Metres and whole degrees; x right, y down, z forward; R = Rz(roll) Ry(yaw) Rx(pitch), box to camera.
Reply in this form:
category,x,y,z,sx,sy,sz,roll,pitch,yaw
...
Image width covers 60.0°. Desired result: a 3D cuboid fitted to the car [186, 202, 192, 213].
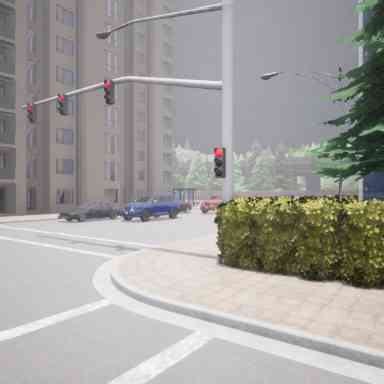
category,x,y,z,sx,sy,sz,roll,pitch,yaw
car,-2.043,1.478,34.439,1.882,1.535,5.008,0,0,36

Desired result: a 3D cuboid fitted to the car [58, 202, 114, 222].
category,x,y,z,sx,sy,sz,roll,pitch,yaw
car,-7.847,1.547,26.530,2.033,1.411,5.357,0,0,36

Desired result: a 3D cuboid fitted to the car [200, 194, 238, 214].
category,x,y,z,sx,sy,sz,roll,pitch,yaw
car,3.119,1.221,35.551,2.150,2.045,5.566,0,0,36

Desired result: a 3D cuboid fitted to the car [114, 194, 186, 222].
category,x,y,z,sx,sy,sz,roll,pitch,yaw
car,-3.225,1.221,26.916,2.150,2.045,5.566,0,0,36

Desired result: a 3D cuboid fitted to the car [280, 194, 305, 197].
category,x,y,z,sx,sy,sz,roll,pitch,yaw
car,10.375,1.221,33.309,2.150,2.045,5.566,0,0,36
